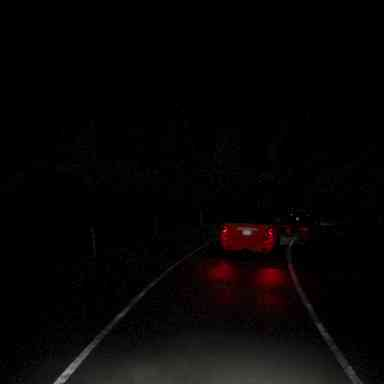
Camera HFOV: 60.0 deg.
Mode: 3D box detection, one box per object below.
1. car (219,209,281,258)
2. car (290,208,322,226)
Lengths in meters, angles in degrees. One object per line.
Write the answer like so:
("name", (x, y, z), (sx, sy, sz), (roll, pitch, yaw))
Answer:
("car", (2.499, 1.462, 13.576), (2.097, 1.767, 4.553), (1, 0, 16))
("car", (9.956, 2.106, 29.125), (1.812, 1.442, 4.674), (2, -1, 34))
